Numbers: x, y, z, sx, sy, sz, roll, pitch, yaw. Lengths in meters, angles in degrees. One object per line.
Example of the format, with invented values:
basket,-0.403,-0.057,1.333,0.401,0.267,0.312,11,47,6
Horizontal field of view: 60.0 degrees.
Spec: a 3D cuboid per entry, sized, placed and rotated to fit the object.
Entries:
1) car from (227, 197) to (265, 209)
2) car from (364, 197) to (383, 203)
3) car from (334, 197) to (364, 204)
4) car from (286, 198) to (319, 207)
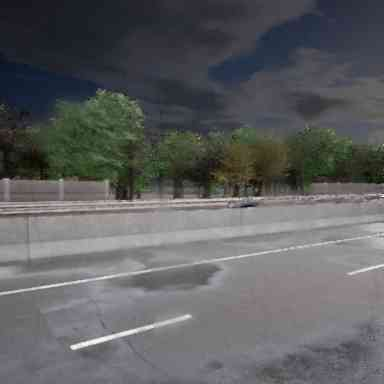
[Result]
car,6.089,1.373,37.118,4.902,1.511,2.128,-1,0,-37
car,20.655,1.290,35.266,4.674,1.442,1.812,-1,0,-34
car,18.329,1.318,37.918,5.357,1.411,2.033,-1,0,-34
car,12.735,1.386,38.227,4.181,1.385,1.994,-1,0,-34
